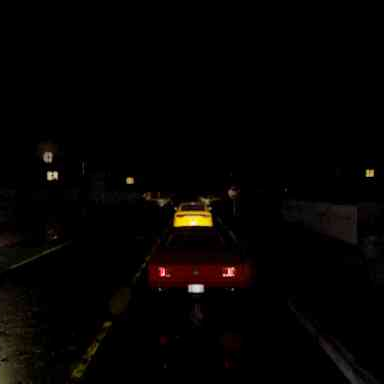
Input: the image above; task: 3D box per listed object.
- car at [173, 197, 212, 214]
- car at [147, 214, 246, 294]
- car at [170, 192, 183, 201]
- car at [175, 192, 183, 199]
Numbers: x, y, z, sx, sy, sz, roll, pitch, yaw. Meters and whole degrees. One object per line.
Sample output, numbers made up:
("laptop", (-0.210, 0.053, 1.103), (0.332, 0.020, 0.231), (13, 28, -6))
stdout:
("car", (0.053, 1.249, 17.819), (1.882, 1.535, 5.008), (0, 1, 0))
("car", (0.078, 1.488, 8.441), (1.895, 1.301, 4.718), (0, 1, 0))
("car", (-2.932, 0.820, 60.346), (2.128, 1.511, 4.902), (0, 0, 0))
("car", (-2.915, 0.727, 75.418), (1.812, 1.442, 4.674), (0, 0, 0))
